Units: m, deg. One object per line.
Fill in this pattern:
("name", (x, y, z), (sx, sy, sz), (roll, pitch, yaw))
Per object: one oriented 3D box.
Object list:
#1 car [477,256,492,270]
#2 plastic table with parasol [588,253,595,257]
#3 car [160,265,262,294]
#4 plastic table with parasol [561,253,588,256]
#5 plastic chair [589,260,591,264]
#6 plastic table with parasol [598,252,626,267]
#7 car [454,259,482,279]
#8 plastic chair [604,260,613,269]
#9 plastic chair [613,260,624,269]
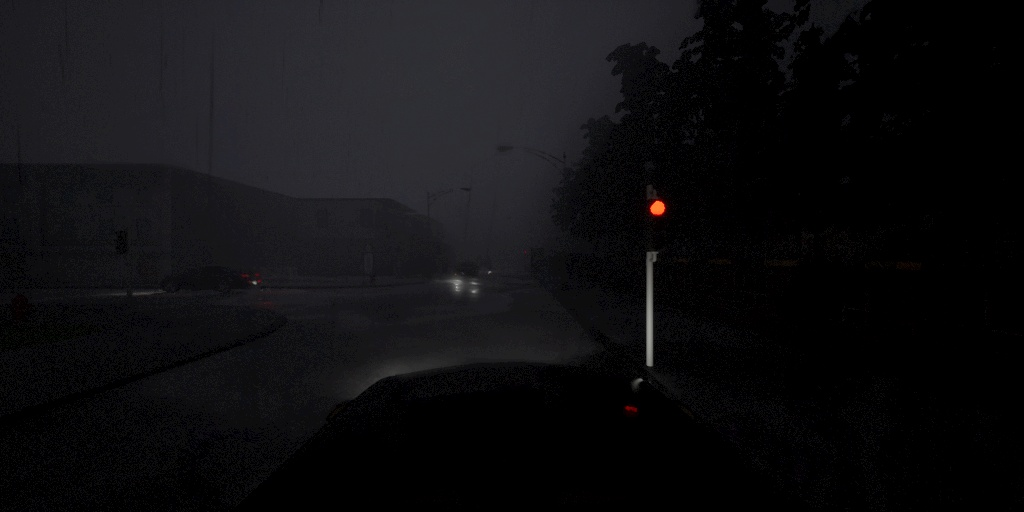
("car", (-4.055, 0.972, 51.980), (2.150, 2.045, 5.566), (0, 0, 0))
("plastic table with parasol", (14.722, 0.673, 63.330), (2.482, 2.480, 2.482), (0, 0, -42))
("car", (-16.637, 1.255, 19.920), (4.892, 1.490, 1.837), (0, 0, 2))
("plastic table with parasol", (10.021, 0.684, 57.859), (2.482, 2.480, 2.482), (0, 0, -40))
("plastic chair", (13.770, 1.304, 62.443), (0.730, 1.272, 0.750), (0, 0, -35))
("plastic table with parasol", (15.338, 0.694, 55.115), (2.482, 2.480, 2.482), (0, 0, -40))
("car", (-4.073, 1.256, 32.561), (1.837, 1.490, 4.892), (0, 0, 0))
("plastic chair", (14.364, 1.306, 54.214), (0.730, 1.272, 0.750), (0, 0, -35))
("plastic chair", (16.070, 1.296, 54.116), (0.750, 1.272, 0.730), (0, 0, -40))
